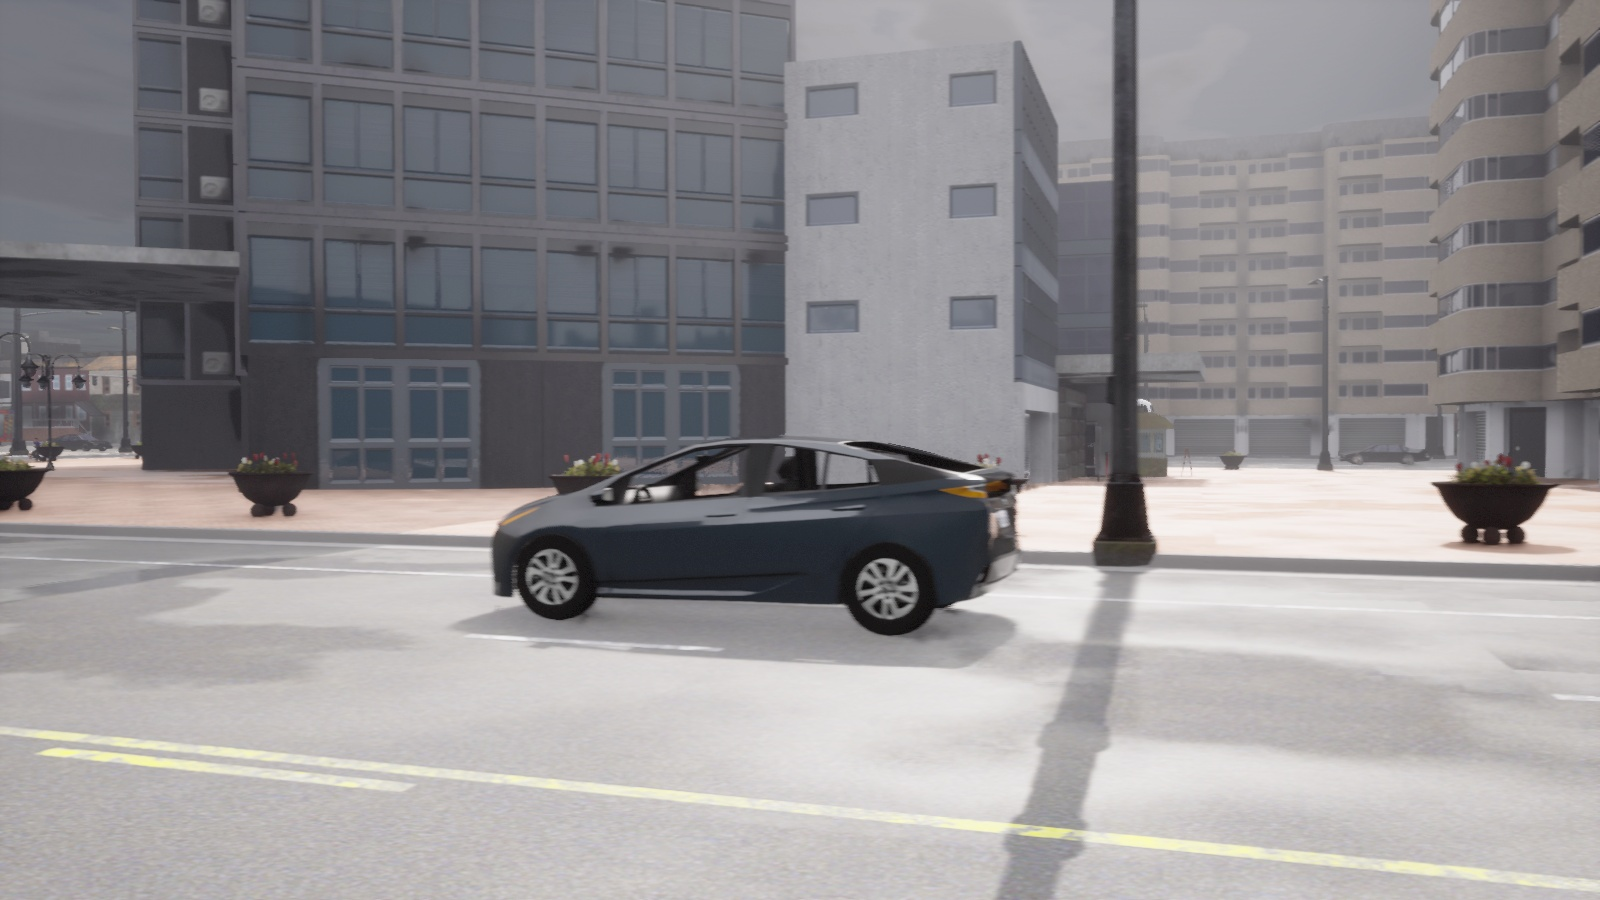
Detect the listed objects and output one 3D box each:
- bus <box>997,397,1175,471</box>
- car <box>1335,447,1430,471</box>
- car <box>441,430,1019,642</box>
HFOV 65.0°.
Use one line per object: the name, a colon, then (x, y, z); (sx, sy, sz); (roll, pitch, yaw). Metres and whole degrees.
bus: (17.541, -1.035, 76.855); (10.273, 4.253, 3.944); (1, 1, 17)
car: (37.784, 0.571, 81.661); (5.357, 1.411, 2.033); (1, 1, 17)
car: (-0.548, 0.599, 10.761); (4.514, 1.525, 2.007); (1, 1, 19)
